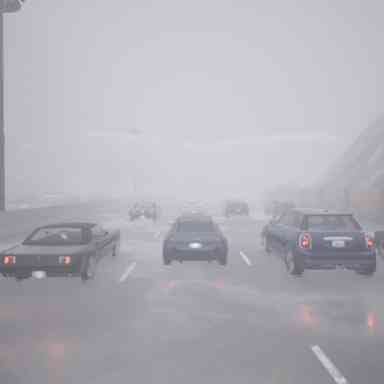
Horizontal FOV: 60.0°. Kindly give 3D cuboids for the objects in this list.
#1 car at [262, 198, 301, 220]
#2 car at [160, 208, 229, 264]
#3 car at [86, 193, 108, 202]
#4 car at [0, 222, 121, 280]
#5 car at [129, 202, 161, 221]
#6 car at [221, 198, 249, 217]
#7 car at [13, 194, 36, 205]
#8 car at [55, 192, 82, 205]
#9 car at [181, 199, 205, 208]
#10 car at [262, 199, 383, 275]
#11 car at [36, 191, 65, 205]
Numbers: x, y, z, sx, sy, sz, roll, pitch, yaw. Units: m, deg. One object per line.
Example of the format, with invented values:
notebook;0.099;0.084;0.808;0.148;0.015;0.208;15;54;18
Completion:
car;7.093;1.305;26.807;1.837;1.490;4.892;0;0;0
car;0.096;1.478;11.478;1.994;1.385;4.181;0;0;0
car;-14.009;0.986;49.192;2.097;1.767;4.553;0;0;1
car;-3.402;1.528;9.625;1.895;1.301;4.718;0;0;0
car;-3.408;1.413;25.169;1.895;1.301;4.718;0;0;0
car;3.592;1.266;28.305;1.882;1.535;5.008;0;0;0
car;-24.496;1.138;49.308;1.837;1.490;4.892;0;0;1
car;-17.517;1.145;48.254;1.837;1.490;4.892;0;0;1
car;0.092;1.318;27.789;1.812;1.442;4.674;0;0;0
car;3.597;1.274;10.296;2.097;1.767;4.553;0;0;0
car;-20.965;0.843;50.650;2.150;2.045;5.566;0;1;2
